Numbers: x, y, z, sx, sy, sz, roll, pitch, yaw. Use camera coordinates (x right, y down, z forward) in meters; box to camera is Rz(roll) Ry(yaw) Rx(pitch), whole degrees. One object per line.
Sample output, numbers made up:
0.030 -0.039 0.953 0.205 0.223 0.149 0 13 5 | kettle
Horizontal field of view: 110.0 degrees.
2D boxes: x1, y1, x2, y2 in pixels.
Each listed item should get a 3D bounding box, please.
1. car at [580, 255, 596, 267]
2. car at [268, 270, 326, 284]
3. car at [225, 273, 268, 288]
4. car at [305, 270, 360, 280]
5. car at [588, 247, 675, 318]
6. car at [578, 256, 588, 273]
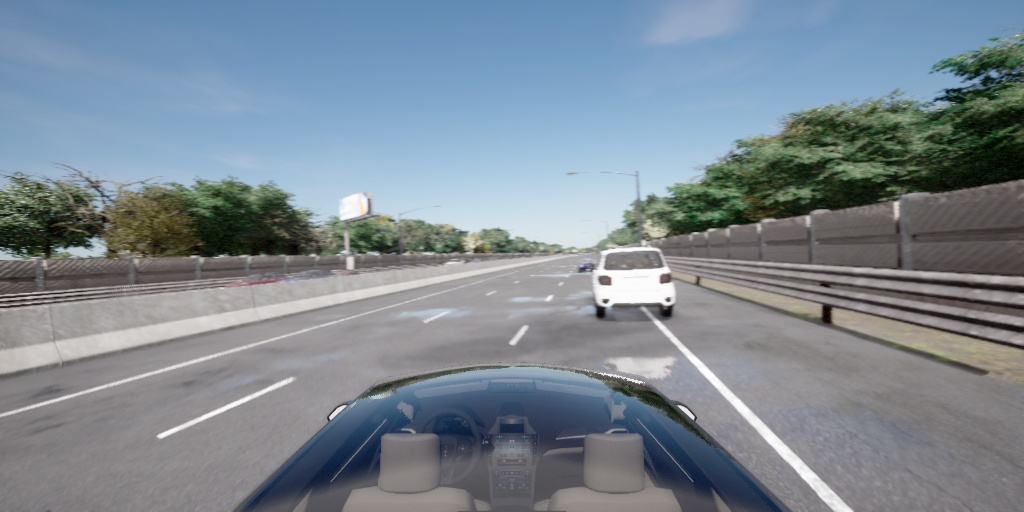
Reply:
10.811 0.706 51.070 2.033 1.411 5.357 -3 0 12 | car
-15.672 1.920 27.536 2.097 1.767 4.553 -3 0 12 | car
-19.277 2.113 27.351 2.097 1.767 4.553 -3 0 12 | car
-12.339 1.914 26.259 1.812 1.442 4.674 -3 0 12 | car
3.811 0.755 12.052 2.150 2.045 5.566 -3 0 12 | car
7.483 0.923 35.168 1.895 1.301 4.718 -3 0 12 | car
